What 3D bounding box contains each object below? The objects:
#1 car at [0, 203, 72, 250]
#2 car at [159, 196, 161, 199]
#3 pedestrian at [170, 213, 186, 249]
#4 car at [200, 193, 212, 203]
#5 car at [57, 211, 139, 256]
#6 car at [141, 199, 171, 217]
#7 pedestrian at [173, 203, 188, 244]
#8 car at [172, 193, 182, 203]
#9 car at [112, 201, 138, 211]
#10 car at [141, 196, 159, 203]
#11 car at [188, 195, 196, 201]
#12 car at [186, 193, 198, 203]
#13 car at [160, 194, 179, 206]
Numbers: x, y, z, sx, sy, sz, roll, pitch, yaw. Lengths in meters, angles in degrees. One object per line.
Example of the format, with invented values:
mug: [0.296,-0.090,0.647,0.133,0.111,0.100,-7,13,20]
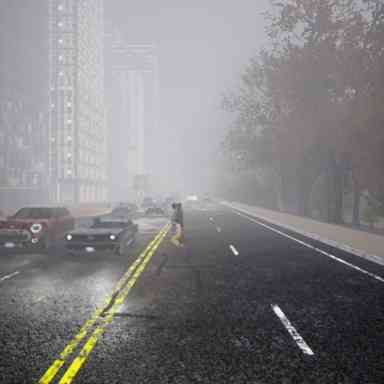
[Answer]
car: [-6.602,1.370,14.295,2.097,1.767,4.553,0,-1,0]
car: [-6.522,1.504,67.166,2.128,1.511,4.902,0,0,1]
pedestrian: [-0.540,1.573,12.949,0.375,1.300,0.375,0,0,0]
car: [3.244,1.526,69.730,2.128,1.511,4.902,0,0,0]
car: [-3.362,1.613,13.187,1.895,1.301,4.718,0,-1,0]
car: [-3.356,1.607,31.924,1.895,1.301,4.718,0,0,0]
pedestrian: [-0.485,1.293,13.572,0.375,1.860,0.375,0,0,0]
car: [-3.269,1.231,67.118,2.150,2.045,5.566,0,0,0]
car: [-6.603,1.604,33.075,1.895,1.301,4.718,0,0,0]
car: [-6.599,1.509,50.577,1.837,1.490,4.892,0,0,0]
car: [-0.005,1.433,80.124,2.033,1.411,5.357,0,0,0]
car: [-0.004,1.226,69.760,2.150,2.045,5.566,0,0,0]
car: [-3.350,1.508,50.761,1.837,1.490,4.892,0,0,0]
